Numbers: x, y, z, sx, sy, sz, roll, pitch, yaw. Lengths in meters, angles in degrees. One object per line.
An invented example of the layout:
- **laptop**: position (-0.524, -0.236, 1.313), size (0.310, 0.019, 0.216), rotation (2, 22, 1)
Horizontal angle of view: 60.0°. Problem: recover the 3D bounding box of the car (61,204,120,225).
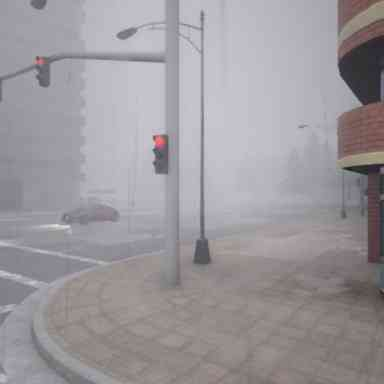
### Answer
- **car**: position (-7.297, 1.558, 24.175), size (1.994, 1.385, 4.181), rotation (0, 0, 36)
